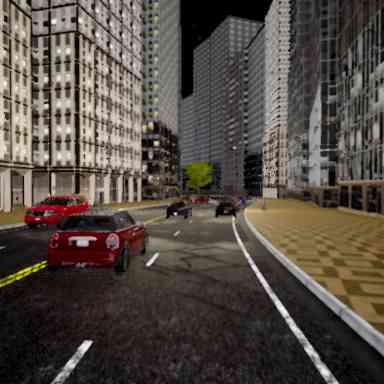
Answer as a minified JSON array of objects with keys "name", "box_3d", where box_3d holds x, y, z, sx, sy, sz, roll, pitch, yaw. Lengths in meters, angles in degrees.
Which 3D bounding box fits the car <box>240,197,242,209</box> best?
[{"name":"car","box_3d":[4.747,1.600,40.500,1.837,1.490,4.892,0,0,10]}]

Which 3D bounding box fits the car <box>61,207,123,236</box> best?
[{"name":"car","box_3d":[-5.657,1.616,19.561,1.895,1.301,4.718,0,0,5]}]

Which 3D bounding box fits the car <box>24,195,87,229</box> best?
[{"name":"car","box_3d":[-8.690,1.229,22.069,2.150,2.045,5.566,0,0,6]}]

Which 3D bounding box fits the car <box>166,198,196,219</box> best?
[{"name":"car","box_3d":[-1.052,1.553,29.772,1.837,1.490,4.892,0,0,7]}]

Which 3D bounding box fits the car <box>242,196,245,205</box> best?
[{"name":"car","box_3d":[5.877,1.588,46.244,1.882,1.535,5.008,0,0,12]}]

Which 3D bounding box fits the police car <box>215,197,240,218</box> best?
[{"name":"police car","box_3d":[3.205,1.496,30.982,1.930,1.638,5.238,0,0,8]}]

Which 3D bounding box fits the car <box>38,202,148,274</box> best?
[{"name":"car","box_3d":[-2.778,1.364,10.860,2.097,1.767,4.553,0,0,3]}]

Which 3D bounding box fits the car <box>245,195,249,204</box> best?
[{"name":"car","box_3d":[9.394,1.628,64.374,1.882,1.535,5.008,0,0,15]}]

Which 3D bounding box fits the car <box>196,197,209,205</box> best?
[{"name":"car","box_3d":[1.782,1.572,61.149,1.882,1.535,5.008,0,0,16]}]

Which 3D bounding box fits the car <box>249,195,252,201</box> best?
[{"name":"car","box_3d":[14.620,1.561,87.071,1.812,1.442,4.674,0,0,10]}]
